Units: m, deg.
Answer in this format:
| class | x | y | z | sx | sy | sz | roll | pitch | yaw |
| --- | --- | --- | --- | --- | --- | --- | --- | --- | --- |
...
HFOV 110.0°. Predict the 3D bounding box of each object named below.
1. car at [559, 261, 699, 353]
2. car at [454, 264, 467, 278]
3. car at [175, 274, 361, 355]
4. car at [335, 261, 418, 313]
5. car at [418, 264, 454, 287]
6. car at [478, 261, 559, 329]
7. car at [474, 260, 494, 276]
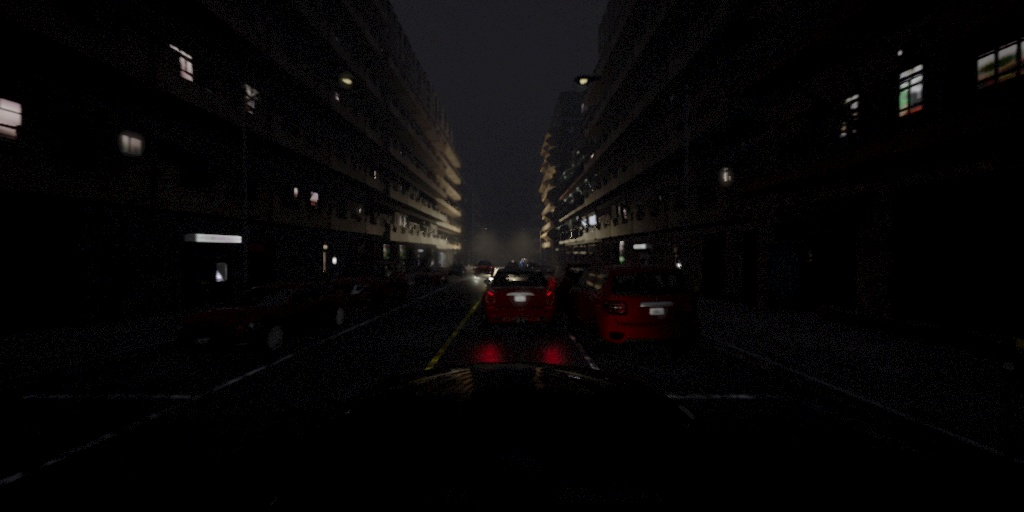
| class | x | y | z | sx | sy | sz | roll | pitch | yaw |
| --- | --- | --- | --- | --- | --- | --- | --- | --- | --- |
| car | 2.657 | 1.102 | 8.908 | 2.192 | 1.841 | 5.009 | 0 | 0 | 0 |
| car | -5.690 | 1.486 | 37.173 | 1.948 | 1.339 | 4.313 | 0 | 0 | 0 |
| car | -5.691 | 1.331 | 8.850 | 1.888 | 1.381 | 4.507 | 0 | 0 | 0 |
| car | -5.691 | 1.129 | 14.513 | 2.192 | 1.841 | 5.009 | 0 | 0 | 0 |
| car | -5.690 | 1.414 | 25.843 | 1.888 | 1.381 | 4.507 | 0 | 0 | 0 |
| car | 0.157 | 1.152 | 11.566 | 2.097 | 1.767 | 4.553 | 0 | 0 | -2 |
| car | -3.032 | 1.285 | 40.037 | 2.097 | 1.767 | 4.553 | 0 | 0 | 1 |
